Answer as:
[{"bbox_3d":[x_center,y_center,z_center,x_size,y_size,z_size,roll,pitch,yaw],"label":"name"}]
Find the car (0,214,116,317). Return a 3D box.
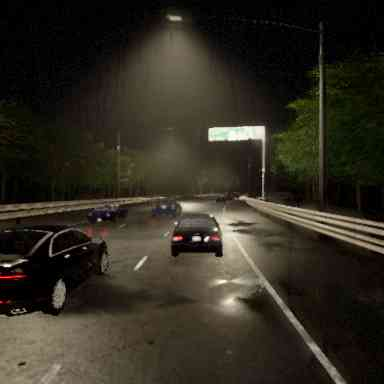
[{"bbox_3d":[-3.310,1.498,7.515,1.837,1.490,4.892,0,0,1],"label":"car"}]

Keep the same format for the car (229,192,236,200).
[{"bbox_3d":[10.244,1.512,91.816,1.994,1.385,4.181,0,0,12],"label":"car"}]

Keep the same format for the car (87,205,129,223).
[{"bbox_3d":[-6.148,1.584,24.839,1.895,1.301,4.718,0,0,4],"label":"car"}]

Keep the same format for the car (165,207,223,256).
[{"bbox_3d":[0.232,1.548,13.150,2.033,1.411,5.357,0,0,2],"label":"car"}]

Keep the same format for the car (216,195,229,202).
[{"bbox_3d":[6.455,1.532,72.582,1.994,1.385,4.181,0,0,10],"label":"car"}]

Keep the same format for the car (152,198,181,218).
[{"bbox_3d":[-2.223,1.342,30.225,2.097,1.767,4.553,0,0,4],"label":"car"}]
